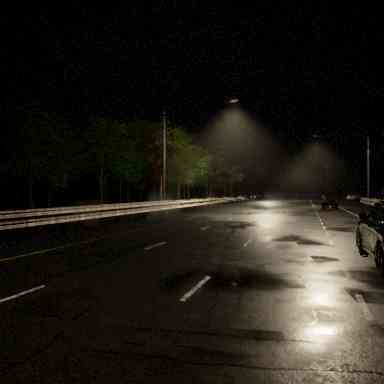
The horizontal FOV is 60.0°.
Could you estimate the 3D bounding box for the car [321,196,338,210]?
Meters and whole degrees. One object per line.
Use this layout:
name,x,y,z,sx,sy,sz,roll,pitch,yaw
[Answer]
car,17.808,1.498,43.199,1.837,1.490,4.892,0,0,19

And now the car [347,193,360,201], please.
car,39.092,1.207,79.570,5.566,2.045,2.150,0,0,-43

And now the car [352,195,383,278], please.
car,6.393,1.220,9.805,2.150,2.045,5.566,0,0,18

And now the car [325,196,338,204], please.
car,26.132,1.516,62.253,1.812,1.442,4.674,0,0,30
